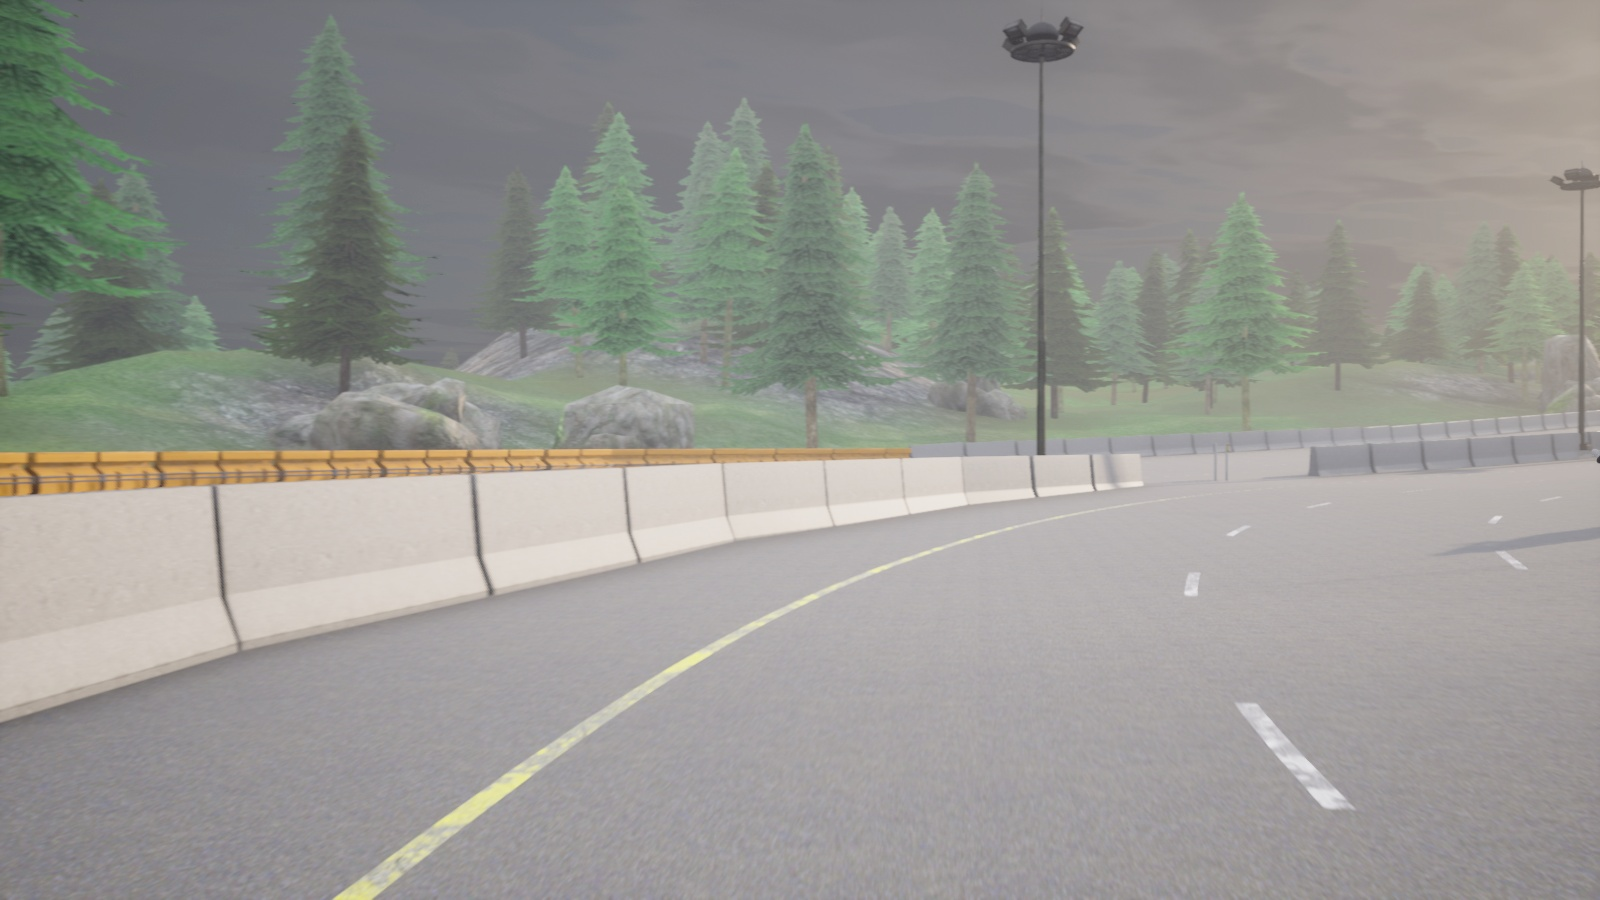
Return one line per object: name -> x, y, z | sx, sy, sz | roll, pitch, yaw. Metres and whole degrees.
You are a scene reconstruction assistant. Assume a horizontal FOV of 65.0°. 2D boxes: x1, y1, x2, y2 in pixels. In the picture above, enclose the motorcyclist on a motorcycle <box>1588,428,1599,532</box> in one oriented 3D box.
motorcyclist on a motorcycle -> 12.979, 0.451, 19.796 | 0.866, 1.590, 1.817 | 1, 1, 30
